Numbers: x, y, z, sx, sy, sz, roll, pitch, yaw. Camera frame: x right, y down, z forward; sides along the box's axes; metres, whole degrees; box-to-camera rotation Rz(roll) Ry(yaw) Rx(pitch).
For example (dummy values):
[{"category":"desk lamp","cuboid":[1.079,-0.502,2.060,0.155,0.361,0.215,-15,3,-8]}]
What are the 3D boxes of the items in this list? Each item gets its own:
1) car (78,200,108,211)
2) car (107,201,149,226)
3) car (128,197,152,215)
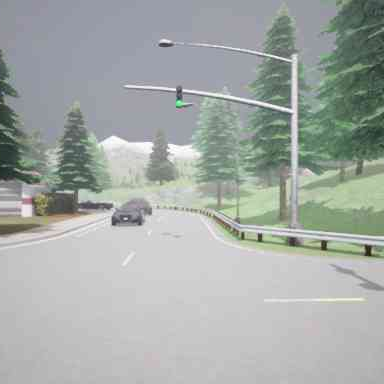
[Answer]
[{"category":"car","cuboid":[-12.103,1.585,40.897,4.718,1.301,1.895,0,0,13]},{"category":"car","cuboid":[-4.406,1.552,23.494,1.994,1.385,4.181,0,0,-3]},{"category":"car","cuboid":[-5.402,1.336,33.269,2.097,1.767,4.553,0,0,-20]}]
